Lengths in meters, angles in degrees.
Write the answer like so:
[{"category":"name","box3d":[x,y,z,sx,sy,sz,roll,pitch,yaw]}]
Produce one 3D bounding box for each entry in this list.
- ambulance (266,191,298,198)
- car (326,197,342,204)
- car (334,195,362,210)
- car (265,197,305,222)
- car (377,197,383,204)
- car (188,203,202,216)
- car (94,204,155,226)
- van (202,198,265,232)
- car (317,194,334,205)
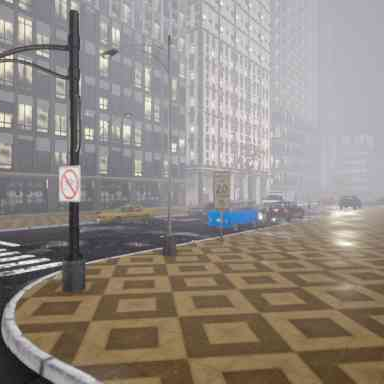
[{"category":"ambulance","box3d":[10.242,1.063,38.996,2.351,2.431,6.366,0,0,38]},{"category":"car","box3d":[28.576,1.624,66.932,2.008,1.369,4.403,0,0,38]},{"category":"car","box3d":[21.208,1.368,44.502,2.192,1.841,5.009,0,0,38]},{"category":"car","box3d":[7.605,1.472,26.889,1.967,1.590,4.097,0,0,38]},{"category":"car","box3d":[38.212,1.658,66.518,1.947,1.339,4.313,0,0,38]},{"category":"car","box3d":[1.368,1.604,31.706,1.802,1.307,4.206,0,0,38]},{"category":"car","box3d":[-4.752,1.540,23.993,1.752,1.417,4.829,0,0,38]},{"category":"van","box3d":[2.631,1.368,20.268,1.690,1.788,3.998,0,0,38]},{"category":"car","box3d":[25.175,1.381,62.530,2.192,1.841,5.009,0,0,38]}]
